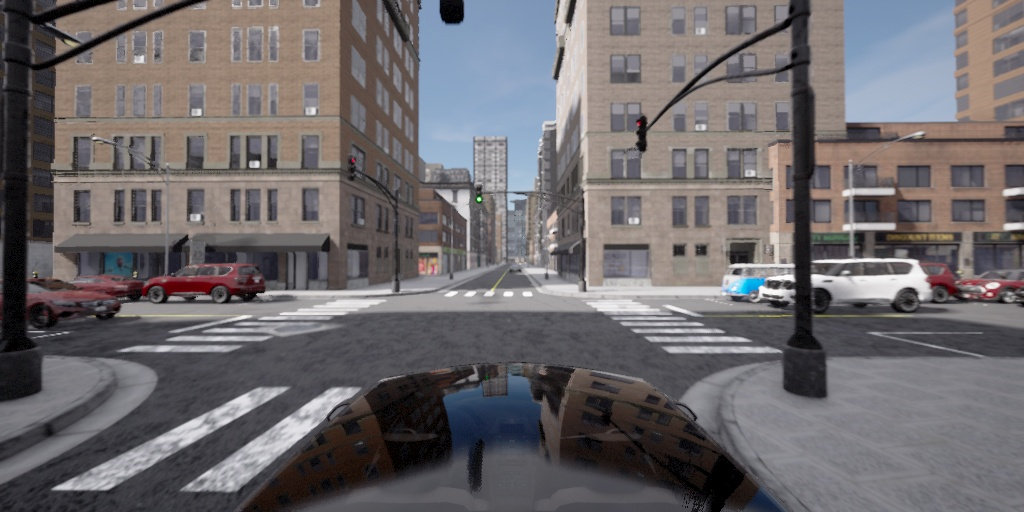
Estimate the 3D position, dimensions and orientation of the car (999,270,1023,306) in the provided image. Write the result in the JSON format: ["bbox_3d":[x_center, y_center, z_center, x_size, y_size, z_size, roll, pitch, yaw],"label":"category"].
[{"bbox_3d":[23.047,1.382,14.130,4.892,1.490,1.837,0,-1,1],"label":"car"}]

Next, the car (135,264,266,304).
[{"bbox_3d":[-14.758,1.296,17.420,5.009,1.841,2.192,0,0,1],"label":"car"}]

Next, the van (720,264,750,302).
[{"bbox_3d":[12.186,1.273,17.034,3.998,1.789,1.690,0,0,1],"label":"van"}]

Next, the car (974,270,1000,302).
[{"bbox_3d":[23.377,1.351,16.874,4.097,1.591,1.967,0,0,1],"label":"car"}]

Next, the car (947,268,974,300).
[{"bbox_3d":[17.782,1.236,16.955,5.009,1.841,2.192,0,0,1],"label":"car"}]

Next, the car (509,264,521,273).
[{"bbox_3d":[0.563,2.076,59.506,1.994,1.385,4.181,0,-1,0],"label":"car"}]

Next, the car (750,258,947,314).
[{"bbox_3d":[13.082,1.117,14.275,5.566,2.045,2.150,0,-1,1],"label":"car"}]

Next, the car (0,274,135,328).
[{"bbox_3d":[-15.460,1.433,11.489,4.674,1.442,1.812,0,-1,1],"label":"car"}]
